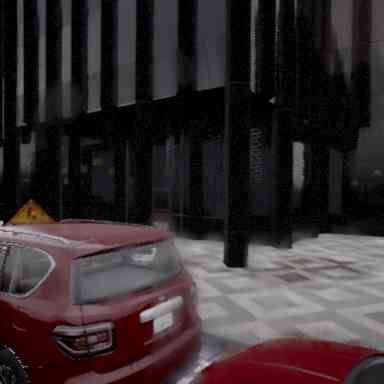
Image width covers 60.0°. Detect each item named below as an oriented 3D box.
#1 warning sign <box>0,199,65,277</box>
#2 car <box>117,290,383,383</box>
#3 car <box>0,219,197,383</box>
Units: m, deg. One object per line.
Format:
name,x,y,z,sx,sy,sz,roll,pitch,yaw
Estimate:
warning sign,-4.298,1.122,8.855,1.060,1.860,1.300,1,0,35
car,1.929,1.541,1.584,4.507,1.381,1.887,0,1,35
car,-2.219,1.318,4.531,5.009,1.841,2.192,0,1,35
